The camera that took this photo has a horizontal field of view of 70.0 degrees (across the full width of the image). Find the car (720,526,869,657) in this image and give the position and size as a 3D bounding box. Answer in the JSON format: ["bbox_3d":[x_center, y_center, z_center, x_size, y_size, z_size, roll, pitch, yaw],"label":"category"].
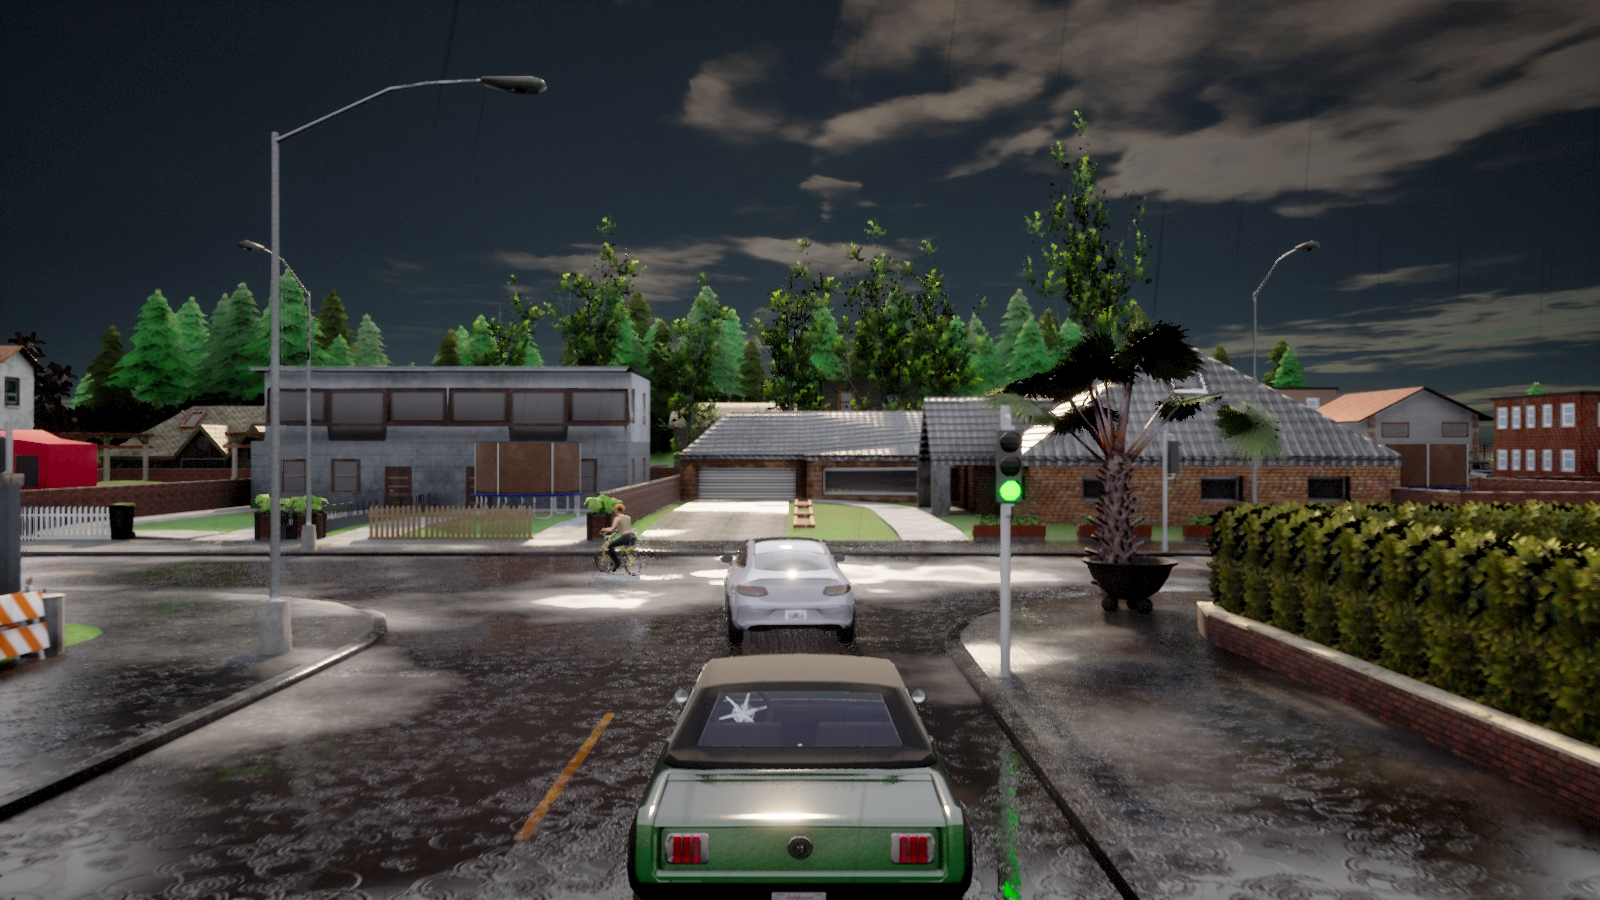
[{"bbox_3d":[-0.228,2.075,17.838,2.002,1.442,4.674,0,0,-4],"label":"car"}]

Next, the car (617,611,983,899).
[{"bbox_3d":[0.000,2.152,8.288,1.895,1.301,4.718,0,0,0],"label":"car"}]
